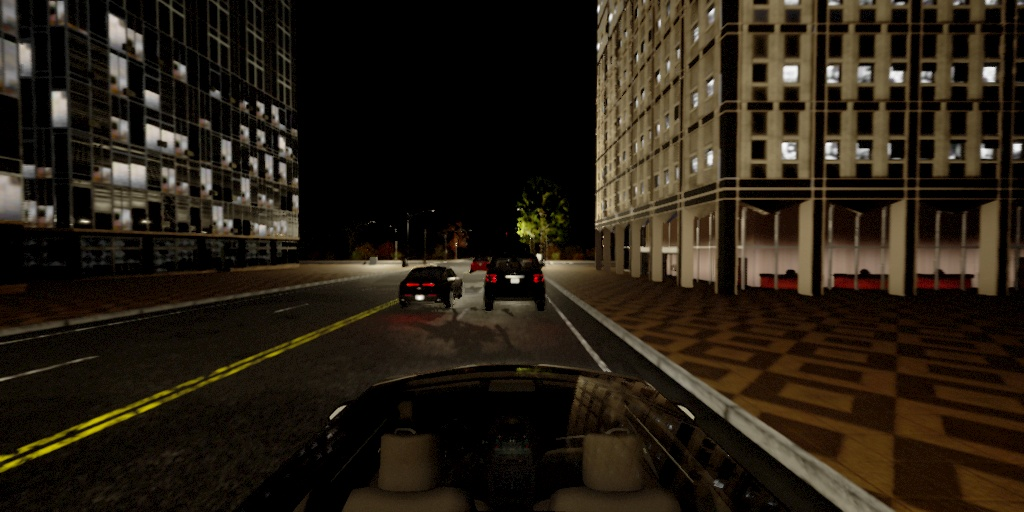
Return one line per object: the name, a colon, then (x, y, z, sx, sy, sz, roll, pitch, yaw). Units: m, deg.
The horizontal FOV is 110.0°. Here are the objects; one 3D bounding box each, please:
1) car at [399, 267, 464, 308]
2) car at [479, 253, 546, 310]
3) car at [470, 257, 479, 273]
car: (-3.154, 1.164, 14.682, 1.837, 1.490, 4.892, 0, 0, 0)
car: (0.096, 0.884, 14.397, 2.150, 2.045, 5.566, 0, 0, 0)
car: (-3.160, 0.840, 37.837, 2.097, 1.767, 4.553, 0, 0, 0)
